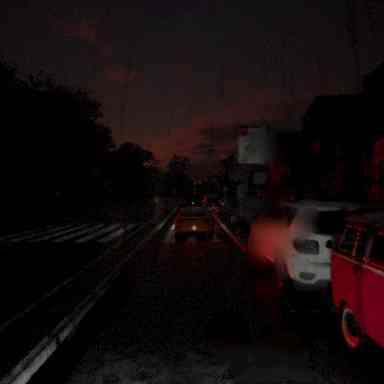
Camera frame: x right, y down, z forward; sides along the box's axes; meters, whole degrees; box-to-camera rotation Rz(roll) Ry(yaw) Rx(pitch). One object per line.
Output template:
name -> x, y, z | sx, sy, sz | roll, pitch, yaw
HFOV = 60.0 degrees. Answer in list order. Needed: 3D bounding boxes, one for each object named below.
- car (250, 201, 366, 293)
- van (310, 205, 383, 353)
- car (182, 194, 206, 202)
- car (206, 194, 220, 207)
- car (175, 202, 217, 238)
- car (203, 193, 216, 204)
car -> 3.051, 1.242, 9.077 | 2.435, 2.045, 5.566 | 0, 0, 0
van -> 3.051, 1.261, 3.619 | 1.878, 1.987, 4.442 | 0, 0, 0
car -> 0.105, 1.236, 36.542 | 2.150, 2.045, 5.566 | 0, 0, 0
car -> 2.932, 1.318, 47.973 | 1.837, 1.490, 4.892 | 0, 2, 0
car -> 0.103, 1.497, 17.794 | 1.882, 1.535, 5.008 | 0, 0, 0
car -> 2.933, 1.071, 55.824 | 1.882, 1.535, 5.008 | 0, 2, 0
